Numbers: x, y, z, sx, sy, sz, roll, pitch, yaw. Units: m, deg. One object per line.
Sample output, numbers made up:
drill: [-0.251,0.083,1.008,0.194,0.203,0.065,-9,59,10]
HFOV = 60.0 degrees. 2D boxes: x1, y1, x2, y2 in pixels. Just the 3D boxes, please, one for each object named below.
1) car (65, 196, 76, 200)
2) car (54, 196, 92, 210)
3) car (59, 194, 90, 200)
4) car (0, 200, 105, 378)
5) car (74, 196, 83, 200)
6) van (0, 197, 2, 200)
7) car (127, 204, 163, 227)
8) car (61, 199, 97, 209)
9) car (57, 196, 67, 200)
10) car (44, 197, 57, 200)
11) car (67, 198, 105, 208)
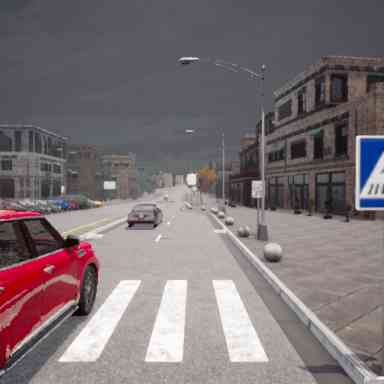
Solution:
car: [-16.370,1.533,37.814,5.008,1.535,2.097,0,-1,-1]
car: [-16.452,1.498,46.082,4.553,1.767,2.185,0,-1,-1]
car: [-16.477,1.339,43.328,5.566,2.045,2.435,0,-1,-1]
car: [-2.926,1.212,4.276,2.150,2.045,5.566,0,-1,0]
car: [-16.416,1.560,40.569,5.008,1.535,2.097,0,-1,-1]
van: [-16.310,1.229,24.155,4.442,1.987,1.878,0,0,-1]
car: [-3.040,1.503,22.270,2.033,1.411,5.357,0,0,0]
car: [-16.524,1.702,48.834,4.674,1.452,2.002,0,-1,-1]
car: [-16.344,1.511,35.058,4.892,1.521,2.231,0,0,-1]
car: [-16.309,1.492,32.302,4.892,1.521,2.231,0,0,-1]
car: [-16.371,1.699,51.594,5.366,1.575,1.946,0,-1,-1]
